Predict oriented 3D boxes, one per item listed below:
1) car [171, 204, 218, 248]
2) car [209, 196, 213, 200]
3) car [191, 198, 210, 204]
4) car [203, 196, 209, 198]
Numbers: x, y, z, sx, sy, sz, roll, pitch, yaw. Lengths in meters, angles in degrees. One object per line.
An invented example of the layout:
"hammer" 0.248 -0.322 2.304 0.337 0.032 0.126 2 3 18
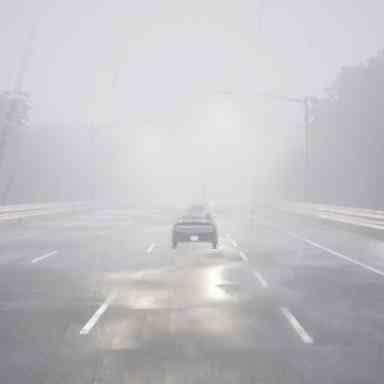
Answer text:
"car" 0.128 1.526 14.871 2.128 1.511 4.902 0 0 1
"car" 3.364 1.814 81.262 2.128 1.511 4.902 0 0 4
"car" 0.610 1.616 33.945 1.812 1.442 4.674 0 0 2
"car" 1.406 1.672 52.007 1.812 1.442 4.674 0 0 3
